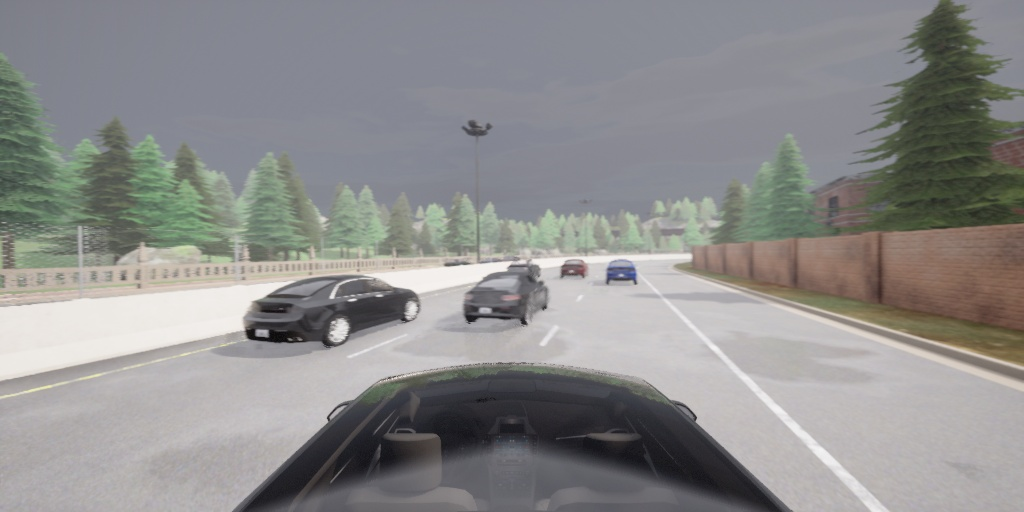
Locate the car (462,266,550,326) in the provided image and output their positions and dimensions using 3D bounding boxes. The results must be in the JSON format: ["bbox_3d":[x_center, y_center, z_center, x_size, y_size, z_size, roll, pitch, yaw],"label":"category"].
[{"bbox_3d":[-0.037,1.204,11.373,1.812,1.442,4.674,-1,0,16],"label":"car"}]

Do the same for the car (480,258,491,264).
[{"bbox_3d":[-3.017,0.976,50.019,2.033,1.411,5.357,-1,0,22],"label":"car"}]

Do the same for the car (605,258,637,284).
[{"bbox_3d":[7.269,0.976,23.937,1.882,1.535,5.008,-1,1,16],"label":"car"}]

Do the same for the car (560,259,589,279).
[{"bbox_3d":[5.127,0.964,29.092,1.882,1.535,5.008,-1,0,16],"label":"car"}]

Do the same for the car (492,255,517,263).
[{"bbox_3d":[-0.417,0.771,46.919,2.097,1.767,4.553,-1,1,20],"label":"car"}]

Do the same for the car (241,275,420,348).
[{"bbox_3d":[-4.256,1.248,9.405,1.837,1.490,4.892,-1,0,16],"label":"car"}]

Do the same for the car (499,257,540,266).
[{"bbox_3d":[0.951,1.041,27.274,2.128,1.511,4.902,-1,0,16],"label":"car"}]

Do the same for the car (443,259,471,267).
[{"bbox_3d":[-7.356,1.093,48.285,1.895,1.301,4.718,-1,0,19],"label":"car"}]
